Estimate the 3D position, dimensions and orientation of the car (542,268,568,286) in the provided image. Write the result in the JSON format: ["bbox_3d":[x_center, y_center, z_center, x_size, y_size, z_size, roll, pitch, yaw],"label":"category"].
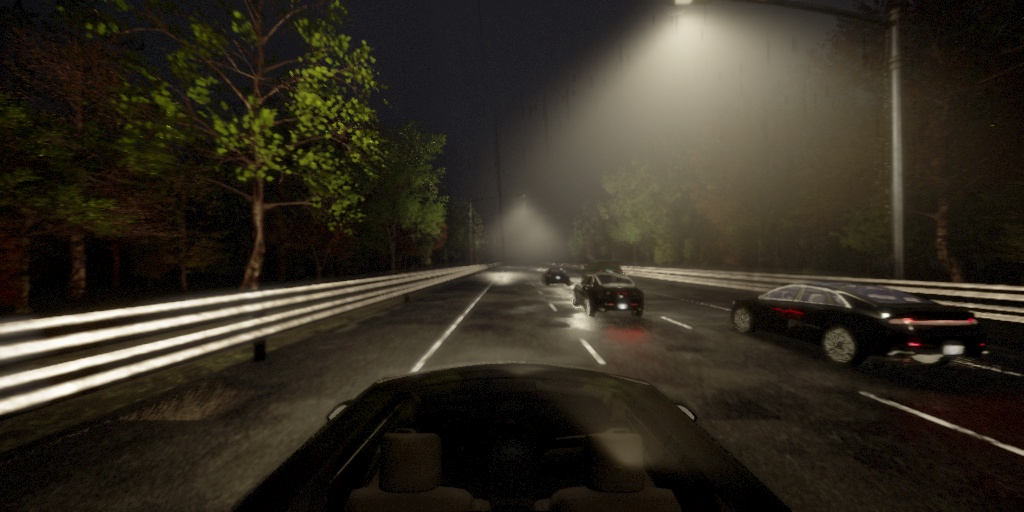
[{"bbox_3d":[3.599,1.692,29.806,1.994,1.385,4.181,0,-1,0],"label":"car"}]

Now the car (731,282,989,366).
[{"bbox_3d":[7.095,1.329,8.186,2.128,1.511,4.902,0,-1,0],"label":"car"}]

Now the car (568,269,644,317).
[{"bbox_3d":[3.599,1.421,14.056,1.837,1.490,4.892,0,-1,0],"label":"car"}]

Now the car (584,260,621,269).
[{"bbox_3d":[7.099,1.332,28.522,2.150,2.045,5.566,0,-1,0],"label":"car"}]
